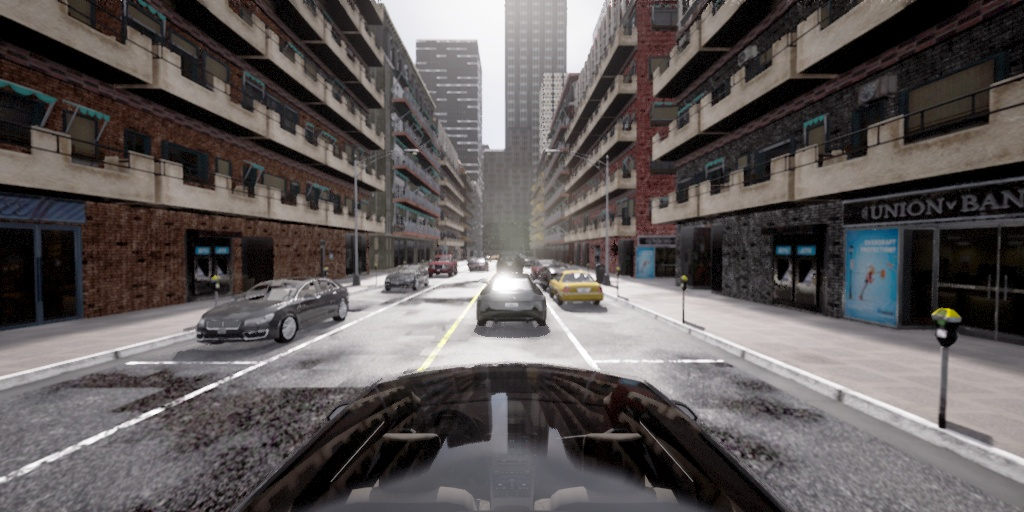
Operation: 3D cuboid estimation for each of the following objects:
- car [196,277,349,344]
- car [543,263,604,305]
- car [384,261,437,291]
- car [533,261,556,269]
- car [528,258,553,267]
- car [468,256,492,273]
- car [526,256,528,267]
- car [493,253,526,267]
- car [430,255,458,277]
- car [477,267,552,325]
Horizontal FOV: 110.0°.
[{"bbox_3d":[-5.769,1.242,9.293,2.007,1.370,4.403,0,0,-1],"label":"car"},{"bbox_3d":[2.550,1.171,15.124,1.751,1.417,4.829,0,0,-1],"label":"car"},{"bbox_3d":[-5.889,1.155,20.496,2.007,1.370,4.403,0,0,-1],"label":"car"},{"bbox_3d":[2.492,1.168,20.556,1.948,1.339,4.313,0,0,-1],"label":"car"},{"bbox_3d":[2.432,0.999,26.158,1.967,1.591,4.097,0,0,-1],"label":"car"},{"bbox_3d":[-3.483,1.029,38.535,1.994,1.385,4.181,0,0,-1],"label":"car"},{"bbox_3d":[2.194,0.952,48.564,1.948,1.339,4.313,0,0,-1],"label":"car"},{"bbox_3d":[-0.209,0.747,30.602,2.150,2.045,5.566,0,0,-1],"label":"car"},{"bbox_3d":[-6.008,0.833,31.699,2.192,1.841,5.009,0,0,-1],"label":"car"},{"bbox_3d":[-0.021,1.239,11.457,1.994,1.385,4.181,0,1,0],"label":"car"}]
